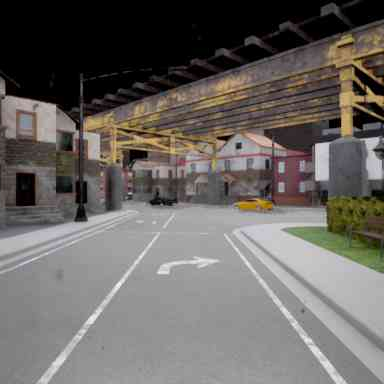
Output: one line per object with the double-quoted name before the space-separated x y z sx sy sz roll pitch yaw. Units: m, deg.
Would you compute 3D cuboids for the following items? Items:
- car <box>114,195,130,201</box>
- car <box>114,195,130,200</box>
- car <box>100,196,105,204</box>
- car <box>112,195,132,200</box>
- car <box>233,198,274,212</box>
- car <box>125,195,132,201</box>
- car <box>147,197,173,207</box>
"car" -17.591 1.448 83.713 2.038 1.542 4.974 0 0 15
"car" -17.578 1.290 83.763 1.853 1.218 4.536 0 0 15
"car" -16.433 1.522 62.299 1.812 1.442 4.674 0 0 -45
"car" -16.860 1.290 80.058 4.536 1.218 1.853 0 0 -15
"car" 7.061 1.475 38.592 1.882 1.535 5.008 0 0 -45
"car" -16.911 1.448 80.044 4.974 1.542 2.038 0 0 -15
"car" -4.879 1.502 50.651 1.837 1.490 4.892 0 0 -45
